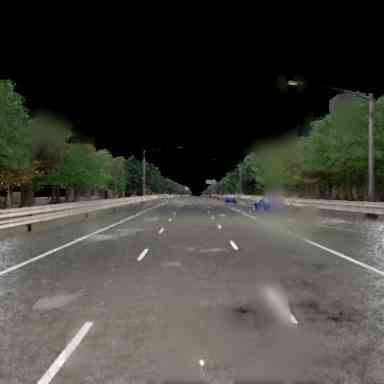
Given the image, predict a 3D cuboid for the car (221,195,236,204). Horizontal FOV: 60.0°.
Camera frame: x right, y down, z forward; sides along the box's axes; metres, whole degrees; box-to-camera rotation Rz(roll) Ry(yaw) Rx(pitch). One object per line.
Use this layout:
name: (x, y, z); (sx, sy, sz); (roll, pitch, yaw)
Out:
car: (6.998, 1.347, 61.529); (1.882, 1.535, 5.008); (0, 0, 0)

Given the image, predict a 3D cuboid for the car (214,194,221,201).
car: (7.071, 1.395, 81.267); (1.812, 1.442, 4.674); (0, 0, 0)

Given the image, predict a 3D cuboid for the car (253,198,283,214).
car: (7.914, 1.417, 34.930); (1.882, 1.535, 5.008); (0, 0, -7)
